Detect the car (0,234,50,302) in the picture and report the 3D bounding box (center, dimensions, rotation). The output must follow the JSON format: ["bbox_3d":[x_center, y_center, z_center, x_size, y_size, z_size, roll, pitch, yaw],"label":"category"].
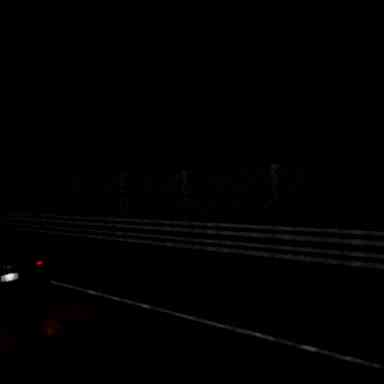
[{"bbox_3d":[-5.179,1.664,7.723,4.181,1.385,1.994,-1,0,36],"label":"car"}]
